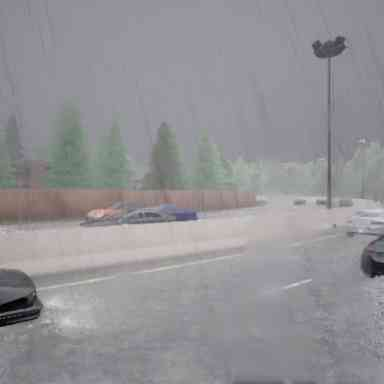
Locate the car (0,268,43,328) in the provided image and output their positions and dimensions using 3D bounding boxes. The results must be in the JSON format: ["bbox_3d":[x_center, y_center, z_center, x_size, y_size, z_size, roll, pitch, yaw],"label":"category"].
[{"bbox_3d":[-5.041,1.569,4.523,5.357,1.411,2.033,0,0,-35],"label":"car"}]

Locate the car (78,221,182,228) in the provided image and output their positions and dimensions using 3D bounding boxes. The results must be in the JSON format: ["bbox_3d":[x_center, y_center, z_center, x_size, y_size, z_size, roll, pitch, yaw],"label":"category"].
[{"bbox_3d":[-2.859,1.541,15.359,4.902,1.511,2.128,0,0,-41],"label":"car"}]

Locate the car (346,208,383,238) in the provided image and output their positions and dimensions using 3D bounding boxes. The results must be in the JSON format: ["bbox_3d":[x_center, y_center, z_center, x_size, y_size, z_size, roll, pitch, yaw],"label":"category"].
[{"bbox_3d":[9.429,1.560,17.024,1.812,1.442,4.674,0,0,45],"label":"car"}]

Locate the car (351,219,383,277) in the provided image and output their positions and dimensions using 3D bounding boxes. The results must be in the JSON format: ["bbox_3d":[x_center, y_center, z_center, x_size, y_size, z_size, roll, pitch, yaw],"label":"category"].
[{"bbox_3d":[6.424,1.581,9.301,4.181,1.385,1.994,0,0,-42],"label":"car"}]
